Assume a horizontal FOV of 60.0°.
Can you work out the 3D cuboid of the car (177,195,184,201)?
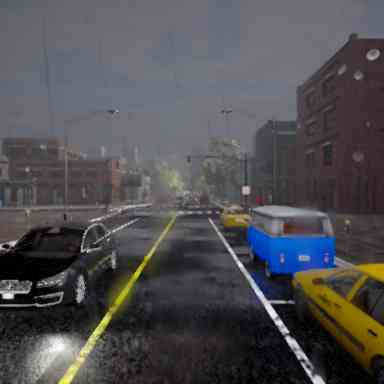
[{"bbox_3d":[-3.088,1.579,88.430,1.994,1.385,4.181,0,0,0],"label":"car"}]

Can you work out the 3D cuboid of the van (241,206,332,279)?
[{"bbox_3d":[2.675,1.345,9.794,1.690,1.788,3.998,-1,0,0],"label":"van"}]

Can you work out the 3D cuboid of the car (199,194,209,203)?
[{"bbox_3d":[2.617,1.341,70.029,2.192,1.841,5.009,-1,0,0],"label":"car"}]

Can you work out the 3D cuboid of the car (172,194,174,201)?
[{"bbox_3d":[-5.767,1.609,75.565,1.802,1.307,4.206,-1,0,0],"label":"car"}]

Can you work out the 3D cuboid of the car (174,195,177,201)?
[{"bbox_3d":[-5.781,1.346,86.653,2.192,1.841,5.009,-1,0,0],"label":"car"}]

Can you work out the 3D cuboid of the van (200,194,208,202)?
[{"bbox_3d":[2.611,1.368,75.573,1.690,1.788,3.998,-1,0,0],"label":"van"}]

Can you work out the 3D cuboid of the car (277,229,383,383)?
[{"bbox_3d":[2.683,1.527,4.416,1.752,1.417,4.829,-1,0,0],"label":"car"}]

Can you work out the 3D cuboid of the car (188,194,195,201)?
[{"bbox_3d":[-0.089,1.530,88.802,2.128,1.511,4.902,0,0,0],"label":"car"}]

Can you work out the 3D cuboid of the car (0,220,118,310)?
[{"bbox_3d":[-3.108,1.508,8.051,1.837,1.490,4.892,0,0,0],"label":"car"}]

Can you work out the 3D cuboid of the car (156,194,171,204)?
[{"bbox_3d":[-5.758,1.339,64.476,2.192,1.841,5.009,-1,0,0],"label":"car"}]

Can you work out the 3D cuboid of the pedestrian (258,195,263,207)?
[{"bbox_3d":[7.101,1.148,34.374,0.375,1.860,0.375,-1,0,0],"label":"pedestrian"}]

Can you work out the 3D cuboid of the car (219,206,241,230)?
[{"bbox_3d":[2.666,1.534,21.061,1.752,1.417,4.829,-1,0,0],"label":"car"}]

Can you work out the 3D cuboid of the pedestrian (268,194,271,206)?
[{"bbox_3d":[8.100,1.135,34.974,0.375,1.860,0.375,-1,0,0],"label":"pedestrian"}]

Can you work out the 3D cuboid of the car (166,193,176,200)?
[{"bbox_3d":[-5.785,1.347,92.196,2.192,1.841,5.009,-1,0,0],"label":"car"}]

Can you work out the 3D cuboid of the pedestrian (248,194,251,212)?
[{"bbox_3d":[6.099,1.156,35.573,0.375,1.860,0.375,-1,0,0],"label":"pedestrian"}]

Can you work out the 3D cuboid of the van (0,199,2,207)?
[{"bbox_3d":[-30.358,1.732,49.113,3.998,1.788,1.690,-1,1,-1],"label":"van"}]
